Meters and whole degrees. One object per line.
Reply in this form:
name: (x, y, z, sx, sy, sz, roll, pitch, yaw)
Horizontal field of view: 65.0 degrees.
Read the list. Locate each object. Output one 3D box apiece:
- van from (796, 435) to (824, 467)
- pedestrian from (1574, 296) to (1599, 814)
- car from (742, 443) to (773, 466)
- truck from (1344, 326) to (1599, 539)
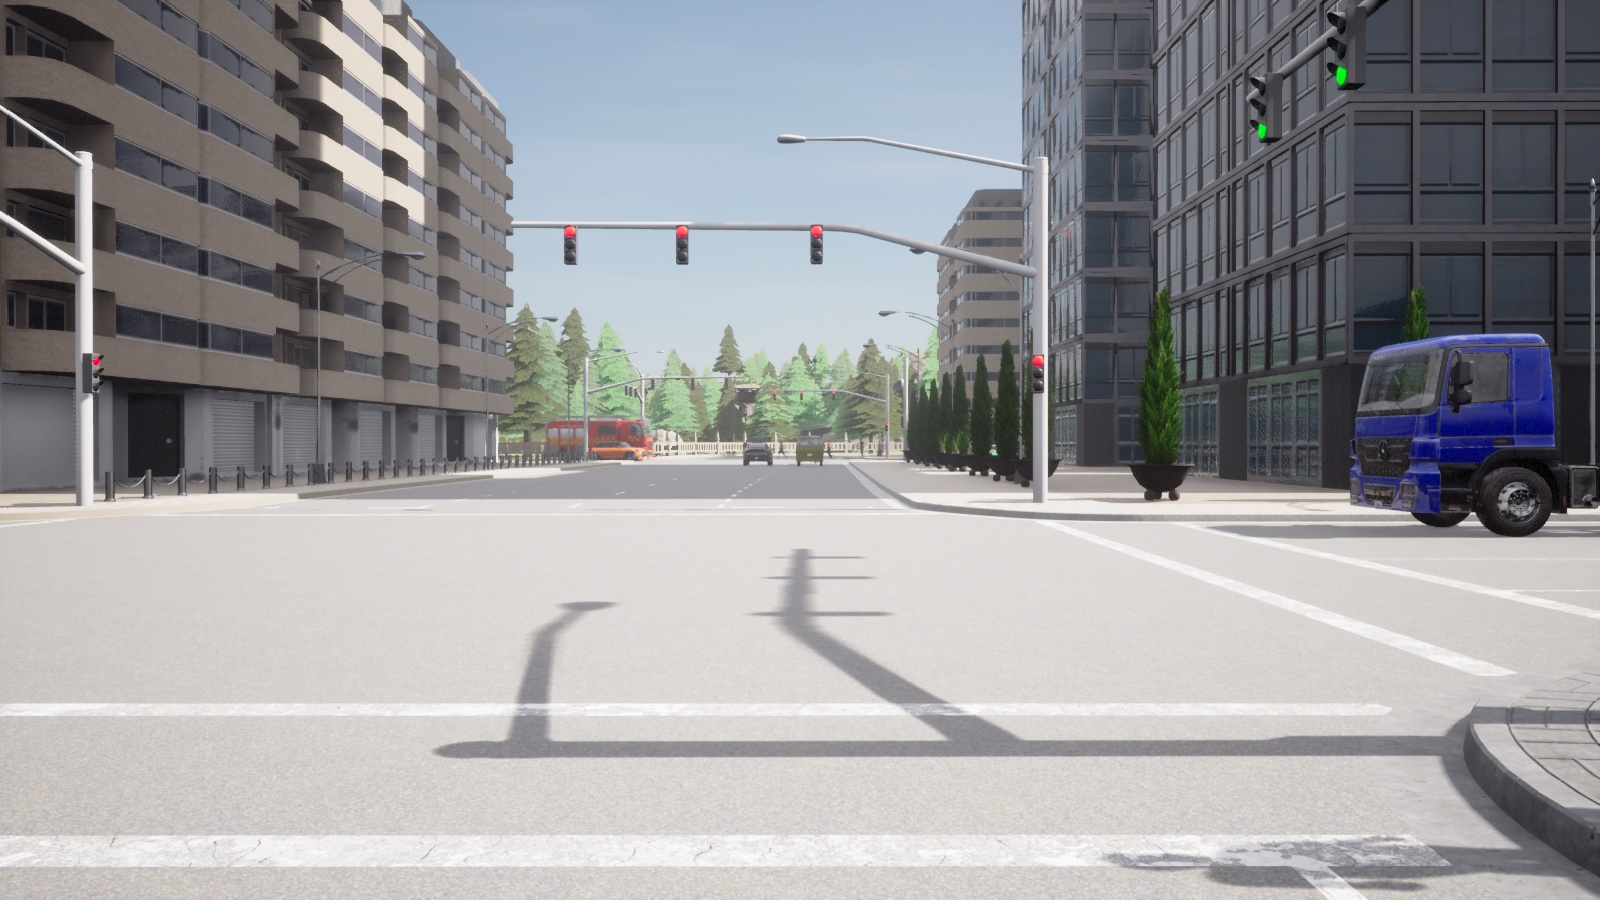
van: (0.655, 0.041, 81.252, 1.775, 1.987, 4.442, 0, 0, 1)
pedestrian: (3.166, 0.374, 4.446, 0.706, 1.836, 0.354, 0, 0, 33)
car: (-2.794, 0.274, 84.086, 1.837, 1.490, 4.892, 0, 0, 1)
truck: (14.035, -0.292, 21.786, 7.936, 3.462, 2.891, 0, 0, 1)
